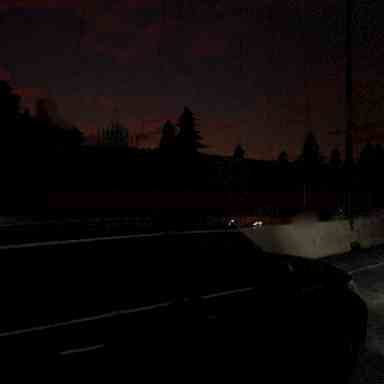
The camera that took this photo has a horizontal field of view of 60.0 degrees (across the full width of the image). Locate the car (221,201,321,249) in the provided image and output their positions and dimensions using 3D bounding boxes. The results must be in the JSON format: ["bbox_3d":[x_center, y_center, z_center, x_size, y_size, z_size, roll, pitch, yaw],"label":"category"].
[{"bbox_3d":[3.745,1.373,15.460,4.553,1.767,2.097,0,0,-36],"label":"car"}]

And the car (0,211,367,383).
[{"bbox_3d":[-0.438,1.229,3.509,5.566,2.045,2.150,0,0,-36],"label":"car"}]

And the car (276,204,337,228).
[{"bbox_3d":[7.917,1.591,22.877,4.181,1.385,1.994,0,0,-36],"label":"car"}]
